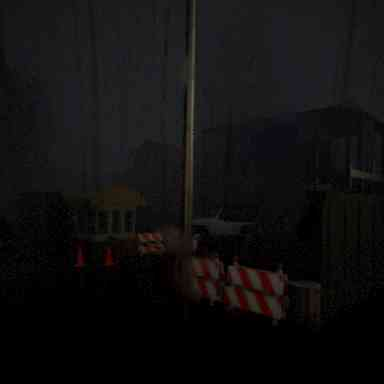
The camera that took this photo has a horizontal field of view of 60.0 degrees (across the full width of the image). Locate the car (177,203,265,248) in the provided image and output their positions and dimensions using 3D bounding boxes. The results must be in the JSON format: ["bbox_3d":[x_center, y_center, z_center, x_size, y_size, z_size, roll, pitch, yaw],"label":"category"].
[{"bbox_3d":[1.344,1.427,14.947,3.866,1.878,1.905,2,-2,-10],"label":"car"}]

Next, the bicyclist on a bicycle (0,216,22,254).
[{"bbox_3d":[-7.188,1.538,12.352,0.582,1.620,1.656,0,-2,45],"label":"bicyclist on a bicycle"}]
